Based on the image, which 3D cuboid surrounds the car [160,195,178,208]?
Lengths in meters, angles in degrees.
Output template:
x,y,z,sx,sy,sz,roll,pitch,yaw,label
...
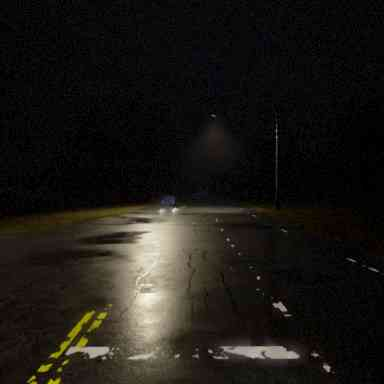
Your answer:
x,y,z,sx,sy,sz,roll,pitch,yaw,label
-2.878,1.186,42.520,1.882,1.535,5.008,0,1,2,car
